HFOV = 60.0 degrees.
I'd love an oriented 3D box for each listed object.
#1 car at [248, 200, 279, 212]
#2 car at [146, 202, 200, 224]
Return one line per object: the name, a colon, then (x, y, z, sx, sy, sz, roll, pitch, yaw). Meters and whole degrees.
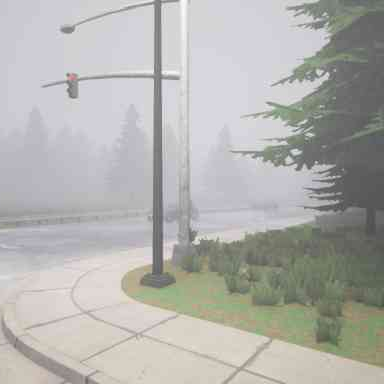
car: (8.166, 1.574, 37.902, 1.895, 1.301, 4.718, 0, 0, 36)
car: (-1.282, 1.465, 24.377, 2.128, 1.511, 4.902, 0, 0, 35)
